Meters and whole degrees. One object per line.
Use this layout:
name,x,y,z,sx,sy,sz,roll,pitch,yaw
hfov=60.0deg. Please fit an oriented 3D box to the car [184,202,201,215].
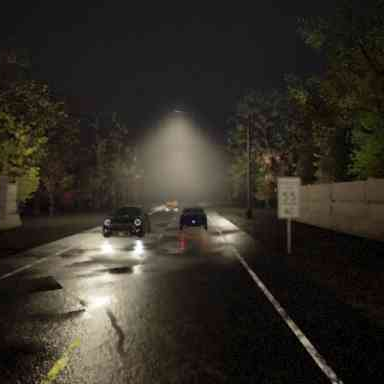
car,0.092,2.038,41.640,2.033,1.411,5.357,0,-1,0

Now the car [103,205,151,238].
car,-3.604,1.590,19.124,2.097,1.767,4.553,0,-1,0

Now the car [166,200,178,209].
car,-3.541,2.152,59.533,1.882,1.535,5.008,0,-1,1

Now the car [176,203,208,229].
car,0.095,1.761,23.922,1.882,1.535,5.008,-1,0,0
